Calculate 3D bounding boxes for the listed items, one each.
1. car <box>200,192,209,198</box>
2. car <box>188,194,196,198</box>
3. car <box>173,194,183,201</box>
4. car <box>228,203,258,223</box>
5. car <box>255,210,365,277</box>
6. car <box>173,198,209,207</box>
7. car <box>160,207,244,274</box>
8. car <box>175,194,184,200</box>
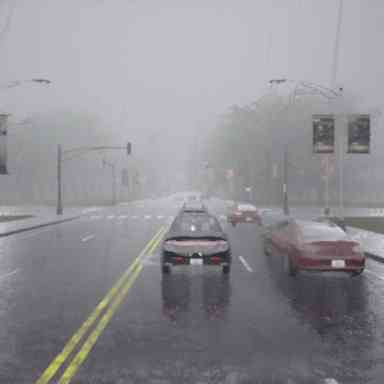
[{"bbox_3d":[3.255,1.089,85.372,2.150,2.045,5.566,0,0,0],"label":"car"},{"bbox_3d":[0.005,1.340,85.307,1.882,1.535,5.008,0,0,0],"label":"car"},{"bbox_3d":[-3.247,1.409,72.752,1.895,1.301,4.718,0,0,0],"label":"car"},{"bbox_3d":[3.361,1.413,21.785,1.812,1.442,4.674,0,0,1],"label":"car"},{"bbox_3d":[3.349,1.464,9.934,1.812,1.442,4.674,0,0,0],"label":"car"},{"bbox_3d":[0.102,1.383,20.671,2.128,1.511,4.902,0,0,0],"label":"car"},{"bbox_3d":[0.100,1.427,10.277,2.128,1.511,4.902,0,0,0],"label":"car"},{"bbox_3d":[-3.246,1.346,88.455,2.128,1.511,4.902,0,0,0],"label":"car"}]
